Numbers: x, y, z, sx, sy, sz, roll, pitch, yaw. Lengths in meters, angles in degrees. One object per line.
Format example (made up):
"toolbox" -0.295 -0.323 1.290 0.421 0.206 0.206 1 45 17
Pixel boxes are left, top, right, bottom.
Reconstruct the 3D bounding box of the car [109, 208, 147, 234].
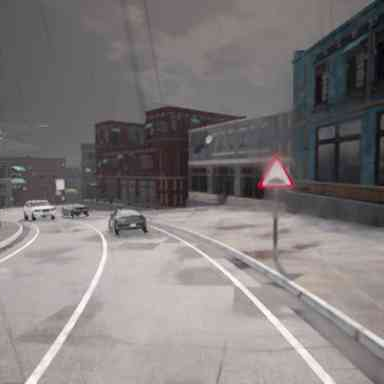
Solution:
"car" -3.968 1.677 20.338 1.812 1.442 4.674 -2 0 -19

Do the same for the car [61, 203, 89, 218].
"car" -12.855 1.997 36.334 1.837 1.490 4.892 -3 0 -37

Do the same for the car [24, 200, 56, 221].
"car" -16.169 1.887 35.152 2.150 2.045 5.566 -3 0 -38
